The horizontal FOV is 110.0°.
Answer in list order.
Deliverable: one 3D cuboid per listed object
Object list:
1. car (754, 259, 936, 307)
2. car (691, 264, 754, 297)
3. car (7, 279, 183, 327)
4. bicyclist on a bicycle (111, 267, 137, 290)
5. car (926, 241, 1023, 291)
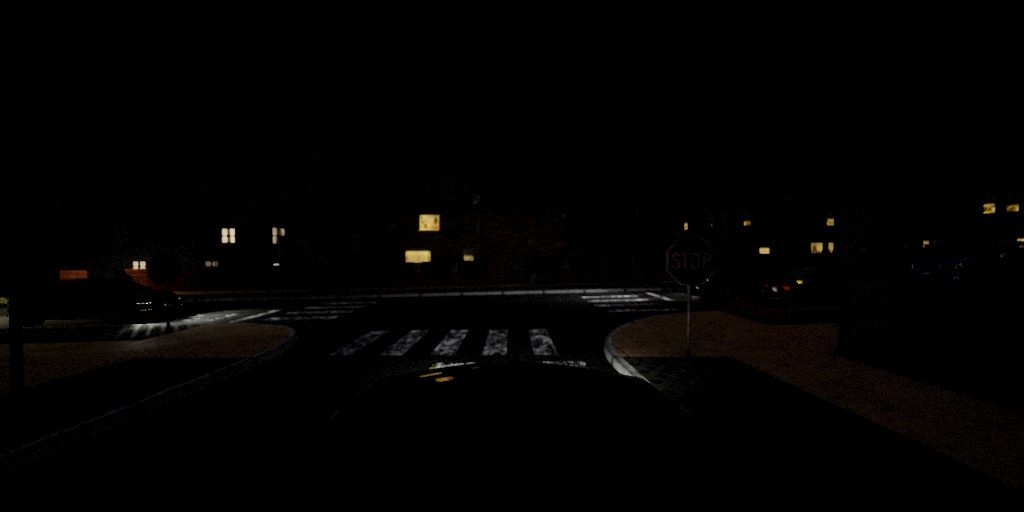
[{"bbox_3d":[11.837,0.956,12.986,4.674,1.442,1.812,-1,1,1],"label":"car"},{"bbox_3d":[10.340,1.021,15.777,4.718,1.301,1.895,-1,1,0],"label":"car"},{"bbox_3d":[-14.578,1.562,12.704,4.892,1.490,1.837,-2,1,0],"label":"car"},{"bbox_3d":[-20.223,1.396,18.521,0.582,1.620,1.656,-1,1,0],"label":"bicyclist on a bicycle"},{"bbox_3d":[20.984,0.390,15.822,5.566,2.045,2.150,-1,1,0],"label":"car"}]
